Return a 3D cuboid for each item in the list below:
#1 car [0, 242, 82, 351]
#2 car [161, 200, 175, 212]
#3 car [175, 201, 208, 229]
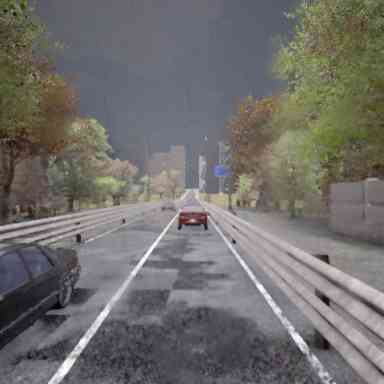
[{"bbox_3d":[-3.348,1.555,5.141,2.033,1.411,5.357,0,0,0],"label":"car"},{"bbox_3d":[-3.332,1.987,47.518,1.837,1.490,4.892,0,-1,0],"label":"car"},{"bbox_3d":[0.069,1.595,22.666,1.882,1.535,5.008,0,0,0],"label":"car"}]
